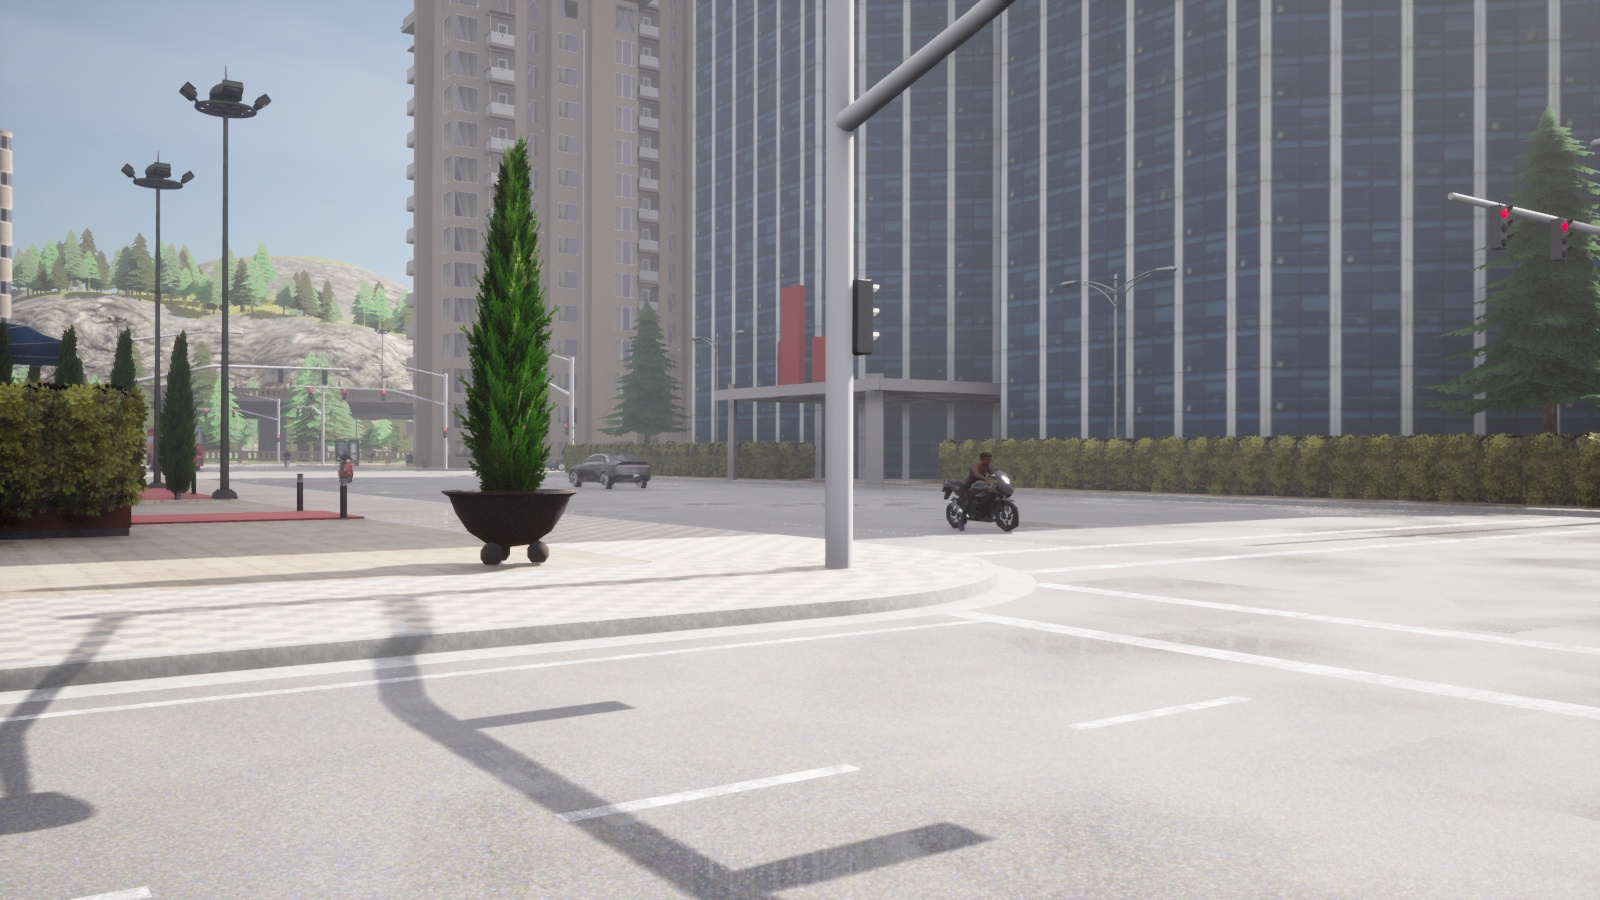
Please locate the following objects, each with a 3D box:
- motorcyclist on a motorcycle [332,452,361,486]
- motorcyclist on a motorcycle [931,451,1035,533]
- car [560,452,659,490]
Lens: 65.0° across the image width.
[{"bbox_3d":[-21.574,0.890,59.703,0.866,1.590,1.817,0,0,-35],"label":"motorcyclist on a motorcycle"},{"bbox_3d":[3.501,0.779,24.187,0.797,1.523,2.044,0,0,-35],"label":"motorcyclist on a motorcycle"},{"bbox_3d":[-8.053,0.847,52.686,2.128,1.511,4.902,0,0,-35],"label":"car"}]
